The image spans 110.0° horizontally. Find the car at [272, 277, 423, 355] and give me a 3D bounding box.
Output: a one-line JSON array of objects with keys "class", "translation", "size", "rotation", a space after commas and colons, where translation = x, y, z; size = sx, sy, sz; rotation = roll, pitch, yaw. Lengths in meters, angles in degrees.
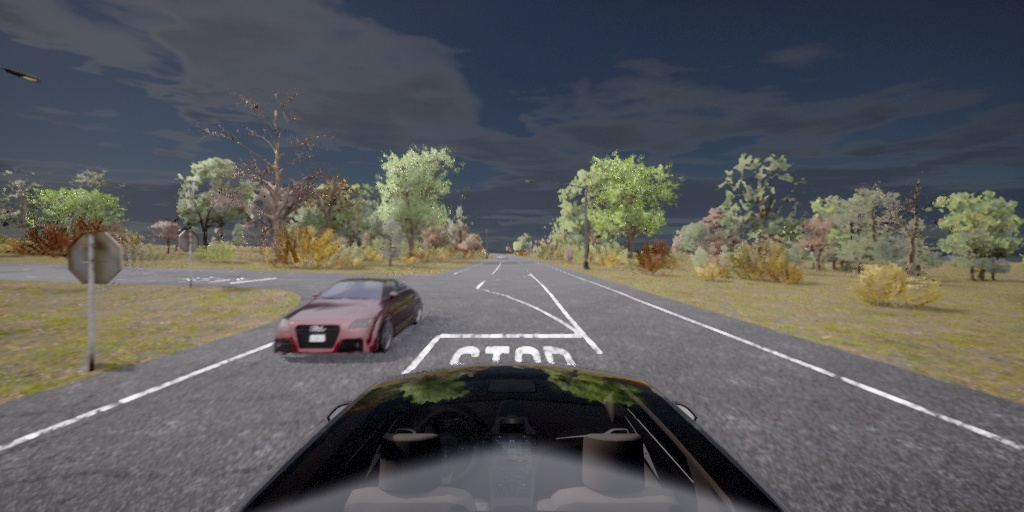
[{"class": "car", "translation": [-3.498, 1.225, 8.434], "size": [1.994, 1.385, 4.181], "rotation": [0, 2, 0]}]
